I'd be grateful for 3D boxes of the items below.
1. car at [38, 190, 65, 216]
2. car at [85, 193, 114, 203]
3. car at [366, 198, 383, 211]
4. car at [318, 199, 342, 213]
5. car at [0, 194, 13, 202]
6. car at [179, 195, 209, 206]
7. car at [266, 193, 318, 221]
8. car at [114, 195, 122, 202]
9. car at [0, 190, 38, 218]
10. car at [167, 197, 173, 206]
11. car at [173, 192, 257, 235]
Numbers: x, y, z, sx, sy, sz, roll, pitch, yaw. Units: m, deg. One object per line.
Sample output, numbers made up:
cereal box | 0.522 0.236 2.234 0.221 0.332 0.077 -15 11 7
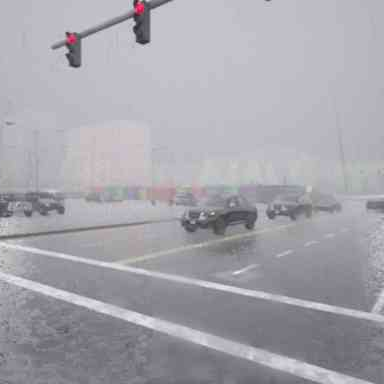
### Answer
car | -12.888 0.992 28.791 3.866 1.878 1.905 0 0 36
car | -15.634 0.872 54.963 4.605 1.855 1.932 0 0 36
car | 21.785 1.401 38.991 1.882 1.535 5.008 0 0 37
car | 14.513 1.458 35.520 2.033 1.411 5.357 0 0 38
car | -32.624 1.011 57.084 3.905 1.438 1.784 0 0 36
car | 0.281 1.206 47.058 3.806 1.475 1.970 0 0 36
car | 8.041 1.142 27.061 2.150 2.045 5.566 0 0 38
car | -13.886 1.080 57.274 3.905 1.438 1.784 0 0 36
car | -14.628 0.992 26.477 4.605 1.855 1.932 0 0 36
car | -1.423 0.970 44.717 3.866 1.878 1.905 0 0 36
car | 1.699 1.152 18.712 2.150 2.045 5.566 0 0 37
